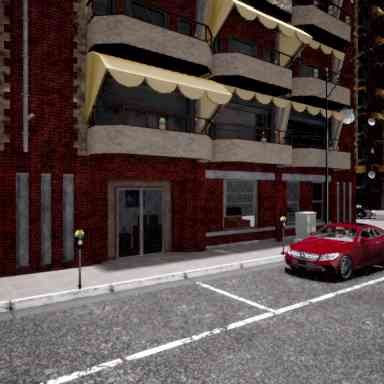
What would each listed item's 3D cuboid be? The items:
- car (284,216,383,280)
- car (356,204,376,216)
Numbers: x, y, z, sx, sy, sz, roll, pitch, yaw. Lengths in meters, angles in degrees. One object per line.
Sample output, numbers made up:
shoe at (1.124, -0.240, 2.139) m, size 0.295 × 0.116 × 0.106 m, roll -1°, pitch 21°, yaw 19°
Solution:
car at (4.569, 1.582, 9.867) m, size 4.206 × 1.307 × 1.802 m, roll 0°, pitch 0°, yaw -35°
car at (15.520, 1.806, 32.910) m, size 2.128 × 1.511 × 4.902 m, roll 0°, pitch -1°, yaw -36°
